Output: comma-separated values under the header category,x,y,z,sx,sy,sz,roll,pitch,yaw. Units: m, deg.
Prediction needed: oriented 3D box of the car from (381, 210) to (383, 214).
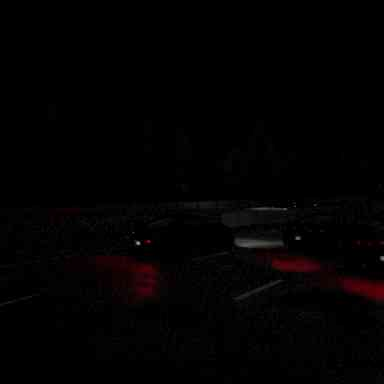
category,x,y,z,sx,sy,sz,roll,pitch,yaw
car,17.184,1.689,27.164,4.674,1.442,1.812,0,0,-37

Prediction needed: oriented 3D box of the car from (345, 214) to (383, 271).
category,x,y,z,sx,sy,sz,roll,pitch,yaw
car,6.871,1.594,10.328,5.008,1.535,1.882,0,0,-42

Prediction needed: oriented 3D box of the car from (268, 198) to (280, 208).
category,x,y,z,sx,sy,sz,roll,pitch,yaw
car,13.633,1.613,50.931,4.902,1.511,2.128,-1,0,-37

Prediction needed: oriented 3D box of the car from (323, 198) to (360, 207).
category,x,y,z,sx,sy,sz,roll,pitch,yaw
car,19.354,1.667,42.111,5.357,1.411,2.033,-1,0,-37

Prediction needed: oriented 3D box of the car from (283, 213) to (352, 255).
category,x,y,z,sx,sy,sz,roll,pitch,yaw
car,5.866,1.609,14.056,5.008,1.535,1.882,1,-1,-40

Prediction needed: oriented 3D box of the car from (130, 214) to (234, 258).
category,x,y,z,sx,sy,sz,roll,pitch,yaw
car,-0.252,1.598,13.223,1.812,1.442,4.674,0,0,44

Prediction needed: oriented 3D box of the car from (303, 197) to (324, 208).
category,x,y,z,sx,sy,sz,roll,pitch,yaw
car,17.683,1.624,45.225,4.892,1.490,1.837,0,0,-37

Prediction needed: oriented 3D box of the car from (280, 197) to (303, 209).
category,x,y,z,sx,sy,sz,roll,pitch,yaw
car,15.393,1.475,47.879,4.553,1.767,2.097,0,0,-37
